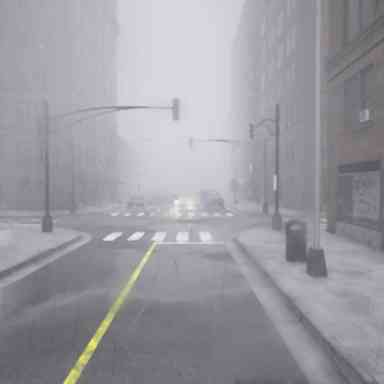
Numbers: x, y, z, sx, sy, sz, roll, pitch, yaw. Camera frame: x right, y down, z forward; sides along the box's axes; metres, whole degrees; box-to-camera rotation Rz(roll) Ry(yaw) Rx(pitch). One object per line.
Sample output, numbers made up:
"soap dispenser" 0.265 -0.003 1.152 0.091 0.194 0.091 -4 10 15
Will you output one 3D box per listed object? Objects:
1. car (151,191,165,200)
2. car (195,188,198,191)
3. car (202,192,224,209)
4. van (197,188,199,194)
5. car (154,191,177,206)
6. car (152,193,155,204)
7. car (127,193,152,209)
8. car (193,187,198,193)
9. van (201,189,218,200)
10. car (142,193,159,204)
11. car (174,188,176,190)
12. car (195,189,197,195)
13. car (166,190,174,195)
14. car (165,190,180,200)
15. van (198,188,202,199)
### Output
"car" -5.792 0.615 57.515 2.008 1.369 4.403 0 1 0
"car" 2.111 0.305 74.785 1.752 1.417 4.829 0 1 0
"car" 2.393 0.988 34.846 2.008 1.369 4.403 0 1 0
"van" 2.233 0.406 57.568 1.690 1.788 3.998 0 1 0
"car" -3.117 0.879 39.946 1.812 1.442 4.674 0 1 0
"car" -5.672 0.926 40.471 1.802 1.307 4.206 0 1 0
"car" -5.632 1.003 34.789 1.947 1.339 4.313 0 1 0
"car" 1.993 0.045 91.660 1.887 1.381 4.507 0 1 0
"van" 2.353 0.686 40.524 1.690 1.788 3.998 0 1 0
"car" -5.712 0.817 46.152 1.947 1.339 4.313 0 1 0
"car" -5.992 0.145 85.921 2.008 1.369 4.403 0 1 0
"car" 2.153 0.459 68.935 1.802 1.307 4.206 0 1 0
"car" -6.032 0.045 91.603 1.887 1.381 4.507 0 1 0
"car" -3.197 0.690 56.035 1.895 1.301 4.718 0 1 0
"van" 2.273 0.499 51.887 1.690 1.788 3.998 0 1 0
